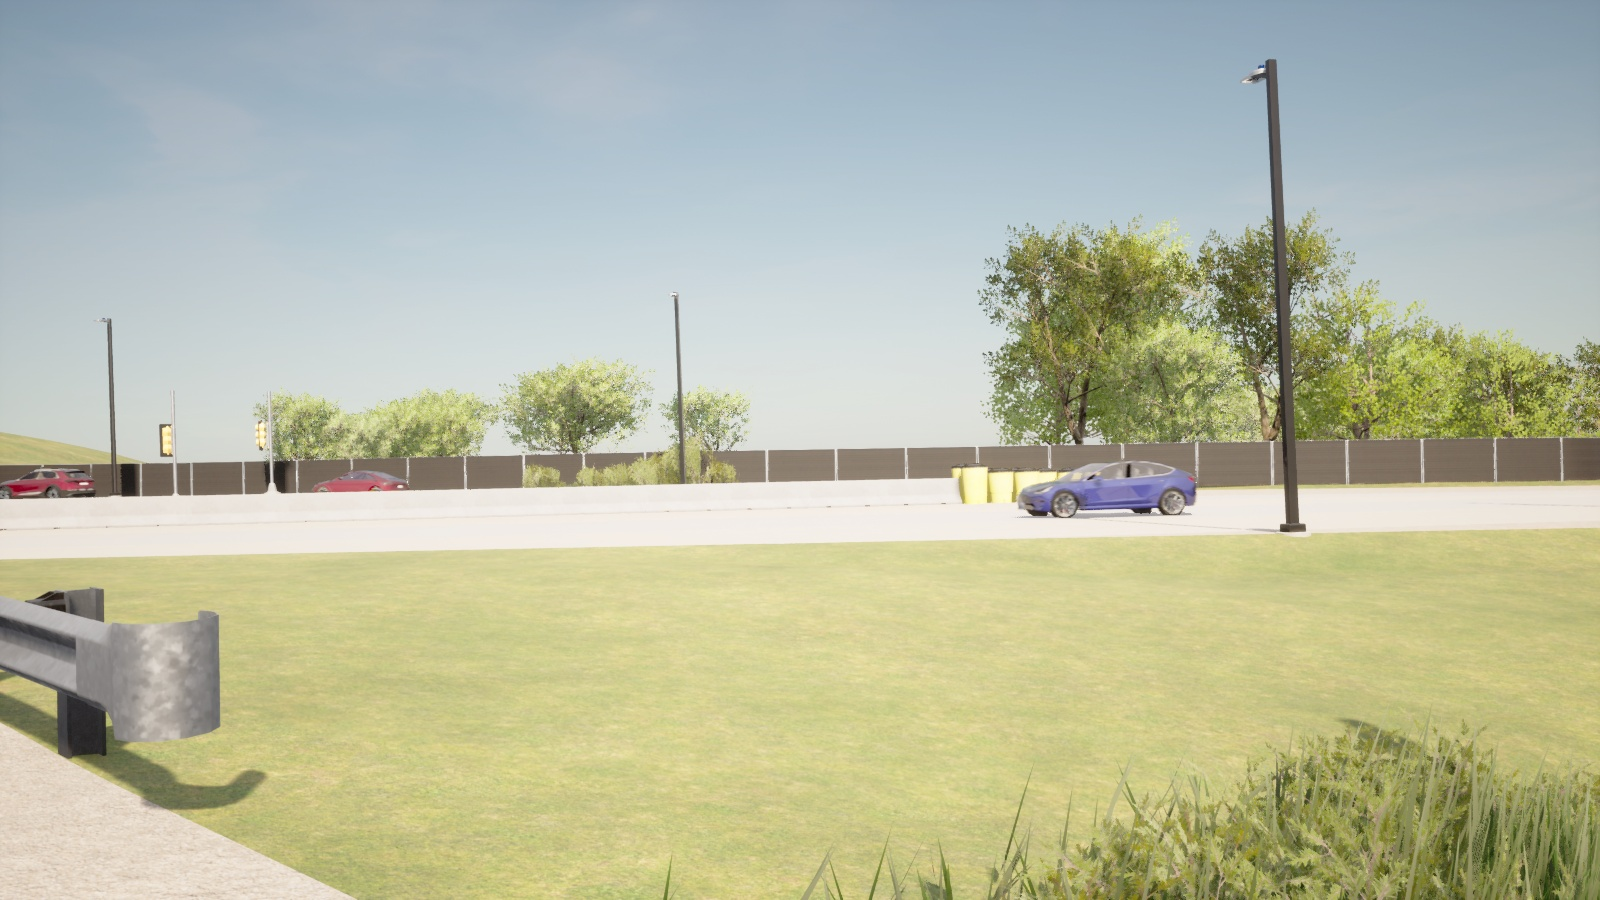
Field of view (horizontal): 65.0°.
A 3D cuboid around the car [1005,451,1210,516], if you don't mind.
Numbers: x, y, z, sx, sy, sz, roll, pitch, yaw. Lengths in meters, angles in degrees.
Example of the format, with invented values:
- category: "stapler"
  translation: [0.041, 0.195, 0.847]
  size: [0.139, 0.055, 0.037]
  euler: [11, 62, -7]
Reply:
- category: "car"
  translation: [8.156, 0.878, 33.492]
  size: [4.792, 1.488, 2.163]
  euler: [-2, -1, -11]

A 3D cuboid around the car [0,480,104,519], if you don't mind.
- category: "car"
  translation: [-36.306, 2.384, 60.458]
  size: [4.856, 1.649, 2.033]
  euler: [-2, -1, 16]

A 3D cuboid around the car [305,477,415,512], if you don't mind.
- category: "car"
  translation: [-19.525, 1.964, 55.758]
  size: [4.181, 1.385, 1.994]
  euler: [-2, 0, 16]
